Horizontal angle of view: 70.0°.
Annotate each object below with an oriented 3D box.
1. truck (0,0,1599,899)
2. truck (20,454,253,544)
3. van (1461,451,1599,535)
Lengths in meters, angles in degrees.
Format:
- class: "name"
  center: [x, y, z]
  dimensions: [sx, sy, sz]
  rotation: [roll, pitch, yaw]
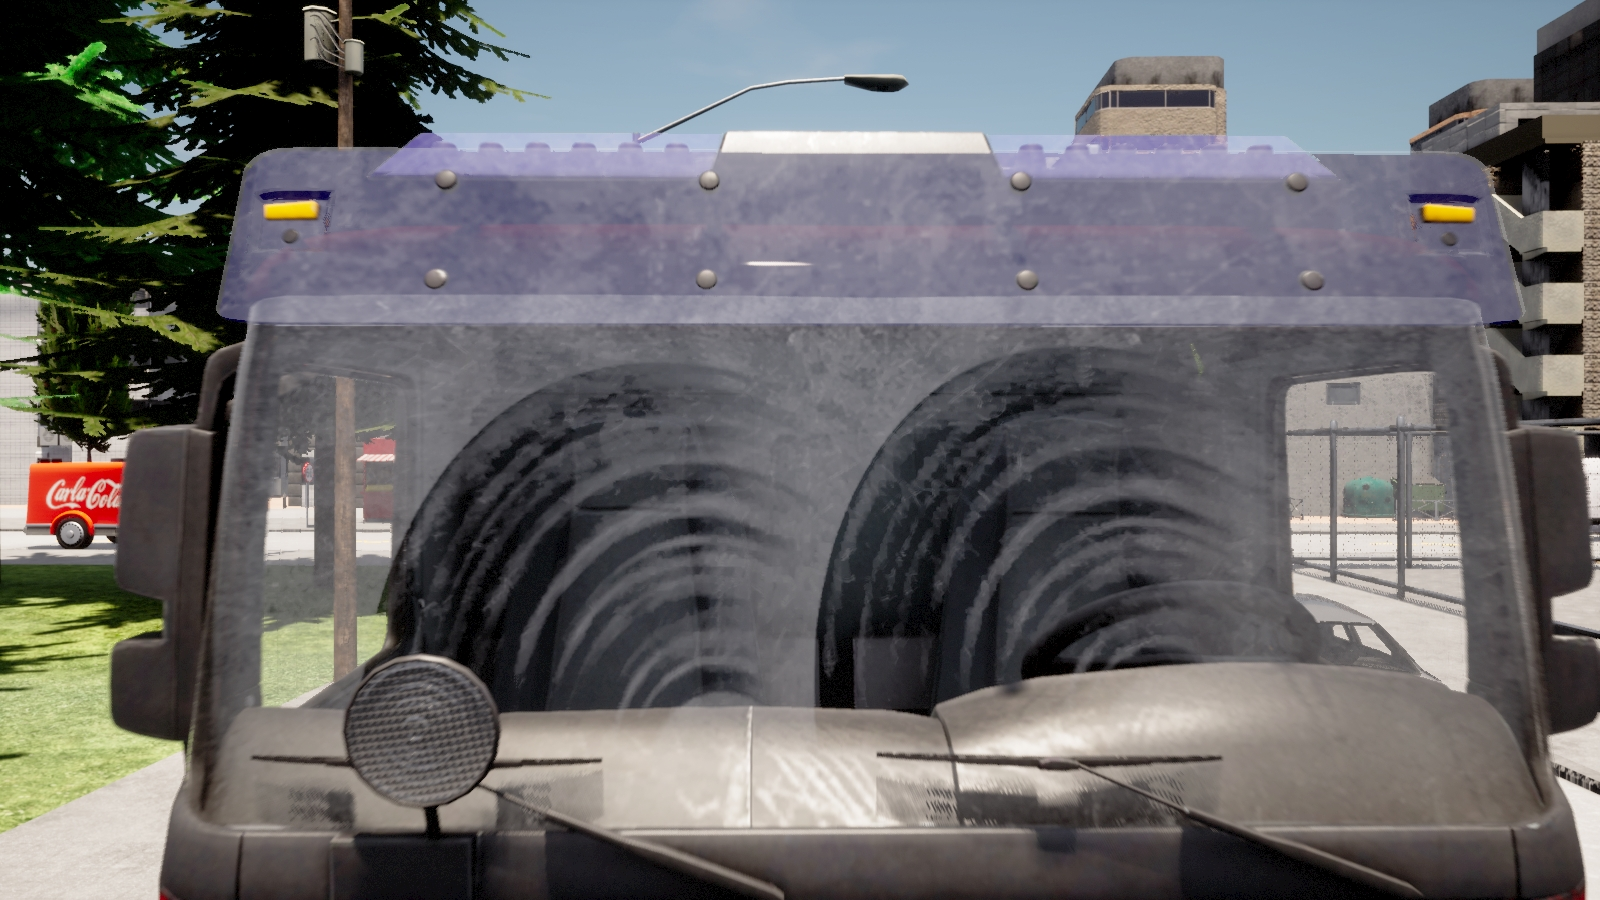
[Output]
- class: "truck"
  center: [0.092, 0.670, 5.645]
  dimensions: [2.891, 3.827, 8.468]
  rotation: [0, 0, -1]
- class: "truck"
  center: [-19.012, 1.347, 32.943]
  dimensions: [5.204, 2.467, 2.627]
  rotation: [0, 0, 1]
- class: "van"
  center: [24.242, 1.314, 35.747]
  dimensions: [5.915, 2.561, 1.988]
  rotation: [0, 0, 1]
